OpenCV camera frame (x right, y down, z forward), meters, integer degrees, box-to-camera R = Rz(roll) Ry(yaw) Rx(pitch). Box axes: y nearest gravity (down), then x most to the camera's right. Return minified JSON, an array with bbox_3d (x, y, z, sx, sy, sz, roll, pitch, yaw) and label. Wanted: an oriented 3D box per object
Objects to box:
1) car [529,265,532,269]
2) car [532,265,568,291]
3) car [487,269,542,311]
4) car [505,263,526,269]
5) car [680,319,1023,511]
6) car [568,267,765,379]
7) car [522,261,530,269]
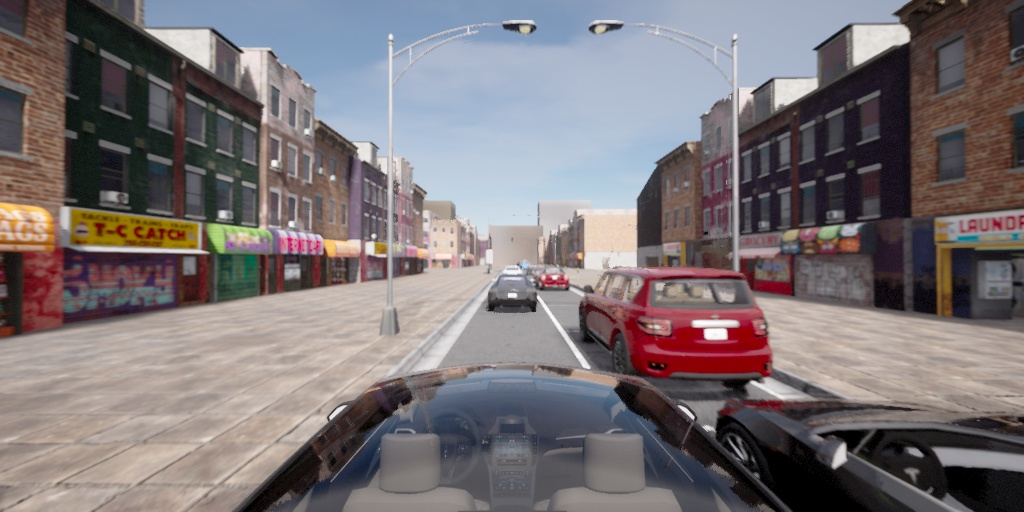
[{"bbox_3d":[2.659,1.608,29.740,1.802,1.307,4.207,0,0,0],"label":"car"},{"bbox_3d":[2.654,1.408,24.061,1.967,1.591,4.097,0,0,0],"label":"car"},{"bbox_3d":[0.031,1.448,15.355,1.994,1.385,4.181,0,0,0],"label":"car"},{"bbox_3d":[0.048,1.562,30.761,1.812,1.442,4.674,0,0,1],"label":"car"},{"bbox_3d":[2.638,1.312,1.343,1.948,1.339,4.313,0,0,0],"label":"car"},{"bbox_3d":[2.642,1.117,7.023,2.192,1.841,5.009,0,0,0],"label":"car"},{"bbox_3d":[2.671,1.765,46.776,2.007,1.370,4.403,0,0,0],"label":"car"}]
